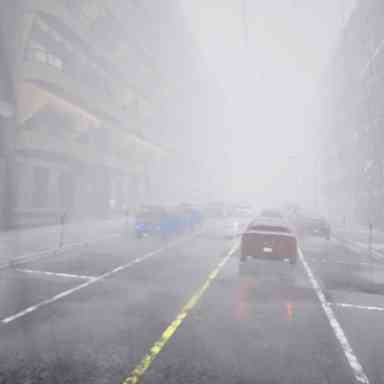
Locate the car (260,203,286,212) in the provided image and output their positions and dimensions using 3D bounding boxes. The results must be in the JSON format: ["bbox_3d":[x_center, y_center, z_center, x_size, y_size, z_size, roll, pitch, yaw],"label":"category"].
[{"bbox_3d":[7.023,2.065,29.588,1.882,1.535,5.008,2,-1,14],"label":"car"}]

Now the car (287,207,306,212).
[{"bbox_3d":[8.670,2.157,25.853,1.887,1.381,4.507,3,0,14],"label":"car"}]

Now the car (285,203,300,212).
[{"bbox_3d":[9.986,2.165,31.227,1.967,1.590,4.097,3,0,14],"label":"car"}]

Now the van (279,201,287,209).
[{"bbox_3d":[21.665,3.149,79.610,1.690,1.788,3.998,3,-1,14],"label":"van"}]

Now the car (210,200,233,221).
[{"bbox_3d":[2.349,1.756,33.148,2.192,1.841,5.009,4,0,14],"label":"car"}]

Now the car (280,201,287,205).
[{"bbox_3d":[12.557,2.266,41.986,2.192,1.841,5.009,3,0,14],"label":"car"}]

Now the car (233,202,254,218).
[{"bbox_3d":[5.865,2.152,37.111,1.812,1.442,4.674,2,-1,14],"label":"car"}]

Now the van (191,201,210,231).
[{"bbox_3d":[-0.257,1.559,22.400,1.690,1.788,3.998,4,0,14],"label":"van"}]

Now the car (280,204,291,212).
[{"bbox_3d":[17.747,3.010,63.484,1.802,1.307,4.206,3,0,14],"label":"car"}]

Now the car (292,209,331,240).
[{"bbox_3d":[7.369,2.046,20.479,1.887,1.381,4.507,3,0,14],"label":"car"}]

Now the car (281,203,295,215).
[{"bbox_3d":[15.152,2.626,52.735,1.967,1.590,4.097,3,0,14],"label":"car"}]

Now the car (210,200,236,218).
[{"bbox_3d":[3.650,1.870,38.521,2.192,1.841,5.009,4,0,14],"label":"car"}]

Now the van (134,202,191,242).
[{"bbox_3d":[-1.558,1.449,17.024,1.690,1.788,3.998,4,0,14],"label":"van"}]

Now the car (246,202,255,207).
[{"bbox_3d":[15.345,3.237,86.887,1.802,1.307,4.206,3,-1,14],"label":"car"}]

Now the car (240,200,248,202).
[{"bbox_3d":[10.157,2.461,65.391,2.192,1.841,5.009,3,0,14],"label":"car"}]

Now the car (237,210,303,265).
[{"bbox_3d":[2.990,1.724,12.939,1.882,1.535,5.008,2,-1,14],"label":"car"}]

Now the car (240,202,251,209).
[{"bbox_3d":[11.444,2.815,70.764,1.887,1.381,4.507,3,0,14],"label":"car"}]

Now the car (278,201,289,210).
[{"bbox_3d":[20.366,2.994,74.235,2.192,1.841,5.009,3,-1,14],"label":"car"}]
